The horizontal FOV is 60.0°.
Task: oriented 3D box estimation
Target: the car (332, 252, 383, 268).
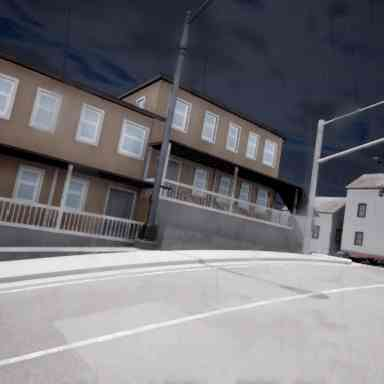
[{"bbox_3d":[13.098,5.604,27.169,1.895,1.301,4.718,15,-16,-34],"label":"car"}]
